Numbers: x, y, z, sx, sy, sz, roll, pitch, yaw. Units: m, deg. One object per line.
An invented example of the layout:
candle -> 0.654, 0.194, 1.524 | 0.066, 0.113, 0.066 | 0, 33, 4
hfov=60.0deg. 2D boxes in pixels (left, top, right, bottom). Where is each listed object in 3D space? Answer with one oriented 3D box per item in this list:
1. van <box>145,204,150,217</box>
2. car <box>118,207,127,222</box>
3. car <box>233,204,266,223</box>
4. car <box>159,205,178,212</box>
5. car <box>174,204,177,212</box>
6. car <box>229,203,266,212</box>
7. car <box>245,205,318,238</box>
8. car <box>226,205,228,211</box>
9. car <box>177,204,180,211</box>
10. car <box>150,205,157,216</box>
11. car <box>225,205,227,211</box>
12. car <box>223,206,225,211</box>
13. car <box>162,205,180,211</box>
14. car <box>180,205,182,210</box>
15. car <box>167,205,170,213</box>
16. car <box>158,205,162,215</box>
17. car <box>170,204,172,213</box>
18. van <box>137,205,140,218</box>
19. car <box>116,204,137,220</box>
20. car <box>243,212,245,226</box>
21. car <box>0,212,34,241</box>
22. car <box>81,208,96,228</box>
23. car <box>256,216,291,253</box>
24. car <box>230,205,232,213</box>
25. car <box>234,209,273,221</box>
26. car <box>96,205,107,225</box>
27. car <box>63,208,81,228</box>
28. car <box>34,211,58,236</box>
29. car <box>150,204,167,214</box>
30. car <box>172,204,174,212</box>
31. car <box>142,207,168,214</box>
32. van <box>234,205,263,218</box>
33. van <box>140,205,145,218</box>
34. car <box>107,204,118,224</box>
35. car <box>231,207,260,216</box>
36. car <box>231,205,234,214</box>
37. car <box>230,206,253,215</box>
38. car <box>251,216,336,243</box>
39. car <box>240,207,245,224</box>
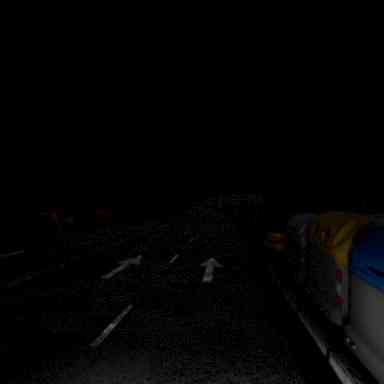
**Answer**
van -> -9.099, 2.897, 50.311 | 4.442, 1.987, 1.878 | 1, -2, -15
car -> -10.299, 2.736, 38.421 | 4.674, 1.452, 2.002 | 1, -2, -15
car -> 7.420, 2.483, 32.777 | 5.566, 2.045, 2.435 | 2, -2, -15
car -> -6.296, 4.373, 88.718 | 4.553, 1.767, 2.185 | 1, -2, -17
car -> -6.777, 4.212, 79.837 | 4.792, 1.488, 2.163 | 1, -2, -16
car -> 9.132, 3.128, 50.748 | 5.566, 2.045, 2.435 | 2, -2, -15
car -> 6.035, 1.937, 17.810 | 5.566, 2.045, 2.435 | 2, -2, -14
car -> 11.585, 4.442, 80.756 | 5.008, 1.535, 2.097 | 2, -2, -17
car -> -6.401, 4.394, 85.762 | 5.008, 1.535, 2.097 | 1, -2, -17
car -> -8.760, 3.227, 53.281 | 5.366, 1.575, 1.946 | 1, -2, -15
car -> 11.934, 4.653, 86.780 | 5.008, 1.535, 2.097 | 2, -2, -17
car -> 12.050, 4.506, 89.793 | 5.566, 2.045, 2.435 | 2, -2, -18
car -> -6.003, 4.583, 94.645 | 4.553, 1.767, 2.185 | 1, -2, -18
car -> -6.316, 4.599, 91.617 | 5.366, 1.575, 1.946 | 1, -2, -17
car -> -7.693, 3.653, 65.128 | 5.366, 1.575, 1.946 | 1, -2, -15
car -> -8.372, 3.471, 59.165 | 4.792, 1.488, 2.163 | 1, -2, -15
car -> -7.349, 3.741, 71.000 | 4.553, 1.767, 2.185 | 1, -2, -15
van -> -9.639, 2.684, 44.384 | 4.442, 1.987, 1.878 | 1, -2, -15
car -> -10.051, 2.551, 41.381 | 5.566, 2.045, 2.435 | 1, -2, -15
car -> 6.586, 2.414, 23.797 | 5.008, 1.535, 2.097 | 2, -2, -14
car -> -12.105, 1.997, 18.992 | 4.892, 1.521, 2.231 | 1, -3, -15
car -> -11.131, 2.391, 29.132 | 4.792, 1.488, 2.163 | 1, -2, -15
car -> 5.893, 2.068, 14.829 | 5.366, 1.575, 1.946 | 2, -3, -14
car -> 8.580, 2.913, 44.769 | 5.566, 2.045, 2.435 | 2, -2, -15
car -> 8.827, 3.270, 47.737 | 5.008, 1.535, 2.097 | 2, -2, -15
car -> -10.874, 2.357, 32.495 | 4.553, 1.767, 2.185 | 1, -2, -15
car -> -11.649, 2.235, 25.693 | 5.366, 1.575, 1.946 | 1, -2, -15
car -> -11.779, 2.120, 22.368 | 4.892, 1.521, 2.231 | 1, -2, -15
car -> -8.157, 3.296, 62.115 | 5.566, 2.045, 2.435 | 1, -2, -15
car -> -7.144, 3.972, 73.942 | 5.008, 1.535, 2.097 | 1, -2, -15
car -> -7.613, 3.761, 68.031 | 4.892, 1.521, 2.231 | 1, -2, -15
van -> 9.546, 3.362, 56.686 | 4.442, 1.987, 1.878 | 2, -2, -15
van -> -9.369, 2.791, 47.347 | 4.442, 1.987, 1.878 | 1, -2, -15
car -> -10.537, 2.464, 35.466 | 4.553, 1.767, 2.185 | 1, -2, -15
car -> 10.635, 3.916, 65.763 | 5.366, 1.575, 1.946 | 2, -2, -15
car -> 7.976, 2.697, 38.761 | 5.566, 2.045, 2.435 | 2, -2, -15
car -> 11.160, 4.105, 74.732 | 4.553, 1.767, 2.185 | 2, -2, -16
car -> 6.292, 2.343, 20.787 | 4.674, 1.452, 2.002 | 2, -2, -14
car -> 7.127, 2.502, 29.792 | 4.553, 1.767, 2.185 | 2, -2, -15
